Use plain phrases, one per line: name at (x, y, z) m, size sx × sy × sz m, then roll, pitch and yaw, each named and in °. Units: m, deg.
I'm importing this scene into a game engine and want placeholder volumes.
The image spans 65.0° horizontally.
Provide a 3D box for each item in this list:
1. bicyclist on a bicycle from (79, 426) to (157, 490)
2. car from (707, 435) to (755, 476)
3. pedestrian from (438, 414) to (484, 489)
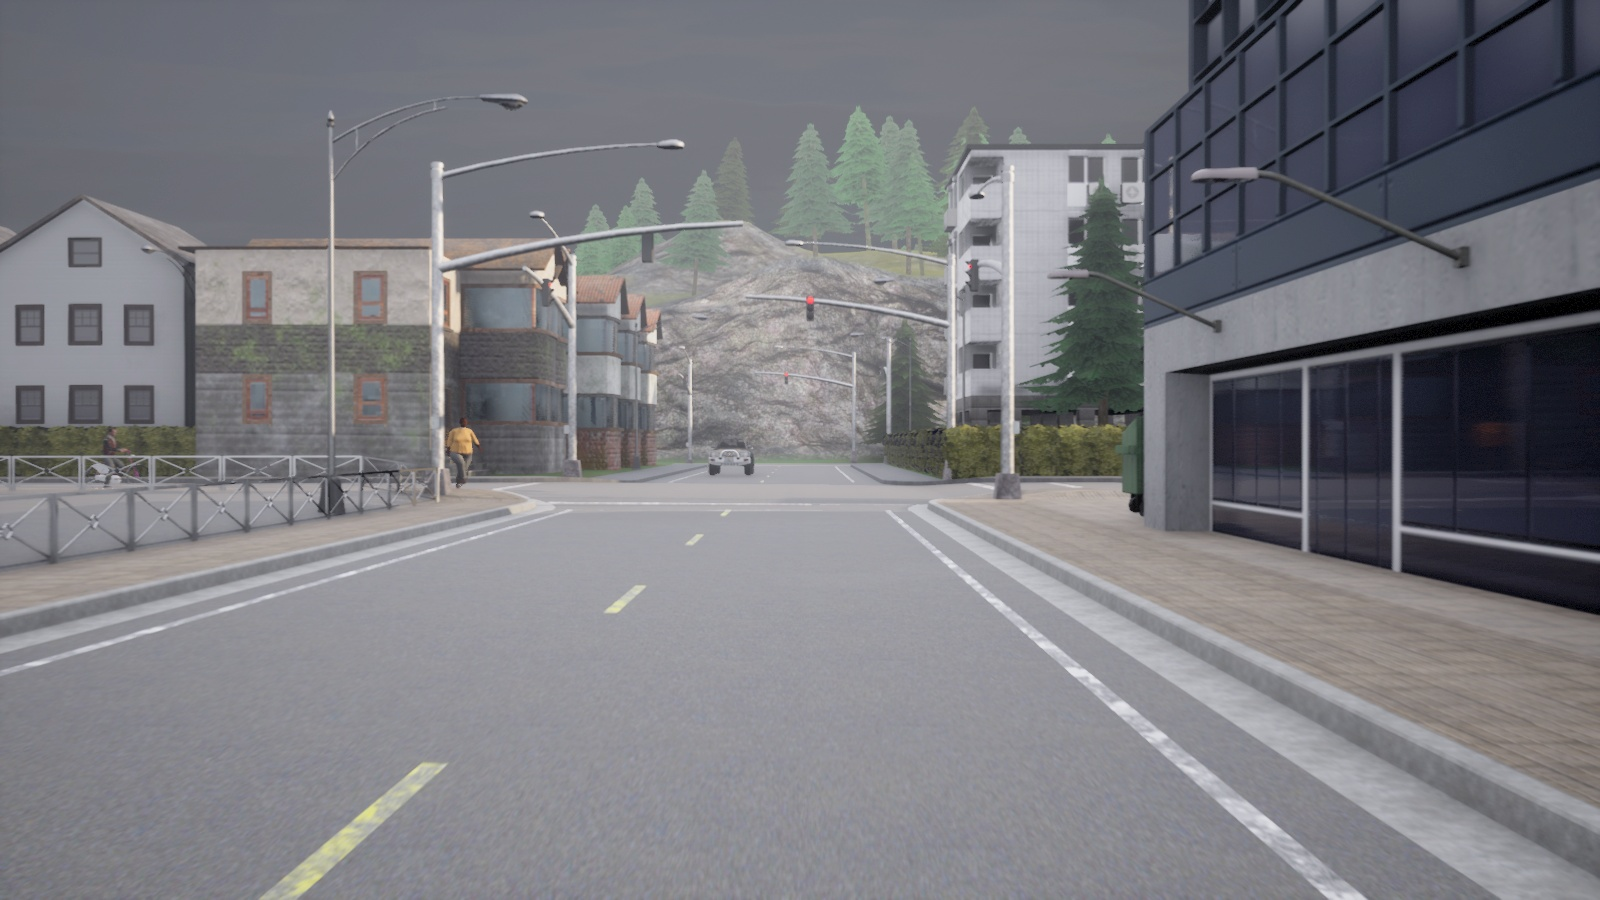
bicyclist on a bicycle at (-19.240, 0.225, 35.442) m, size 1.843 × 1.776 × 0.659 m, roll 0°, pitch 0°, yaw 0°
car at (-3.160, 0.233, 58.210) m, size 1.932 × 1.855 × 4.605 m, roll 0°, pitch 0°, yaw 0°
pedestrian at (-8.576, 0.039, 31.797) m, size 0.874 × 1.855 × 0.900 m, roll 0°, pitch 0°, yaw -34°
